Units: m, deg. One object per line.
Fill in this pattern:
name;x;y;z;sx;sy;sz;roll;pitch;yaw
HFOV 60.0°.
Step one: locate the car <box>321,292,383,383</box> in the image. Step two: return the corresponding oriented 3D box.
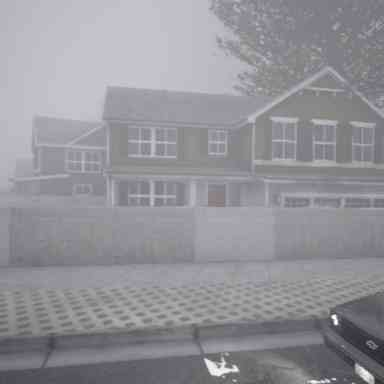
car;4.421;1.564;4.019;5.357;1.411;2.033;1;1;-12
